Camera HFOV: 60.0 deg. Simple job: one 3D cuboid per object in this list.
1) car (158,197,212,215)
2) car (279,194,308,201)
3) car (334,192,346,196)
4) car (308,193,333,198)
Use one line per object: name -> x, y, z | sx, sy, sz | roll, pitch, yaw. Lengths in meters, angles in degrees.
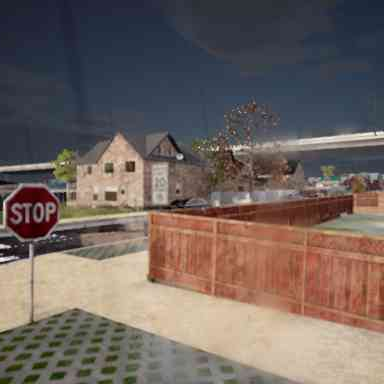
car -> -0.463, 1.157, 23.679 | 1.837, 1.490, 4.892 | 0, 1, 37
car -> 12.136, 0.881, 40.499 | 1.994, 1.385, 4.181 | 0, 1, 37
car -> 21.200, 0.671, 47.949 | 2.033, 1.411, 5.357 | 0, 1, 37
car -> 15.118, 0.819, 39.723 | 1.812, 1.442, 4.674 | 0, 1, 37
